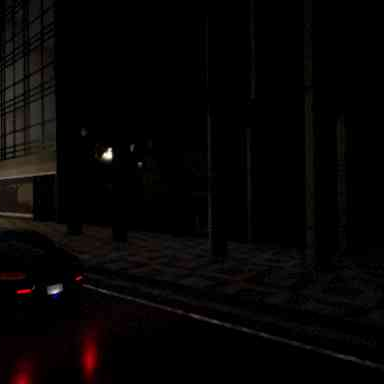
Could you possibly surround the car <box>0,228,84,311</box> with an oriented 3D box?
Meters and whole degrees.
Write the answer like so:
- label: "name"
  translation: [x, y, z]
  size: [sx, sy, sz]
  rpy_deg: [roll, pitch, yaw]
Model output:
- label: "car"
  translation: [-4.230, 1.513, 7.177]
  size: [4.674, 1.442, 1.812]
  rpy_deg: [0, 0, 37]
